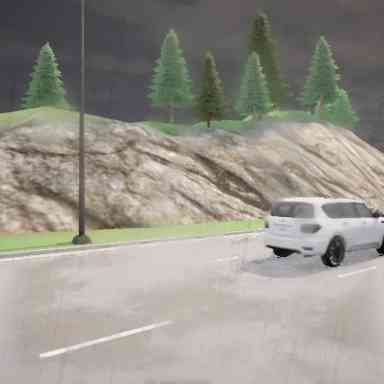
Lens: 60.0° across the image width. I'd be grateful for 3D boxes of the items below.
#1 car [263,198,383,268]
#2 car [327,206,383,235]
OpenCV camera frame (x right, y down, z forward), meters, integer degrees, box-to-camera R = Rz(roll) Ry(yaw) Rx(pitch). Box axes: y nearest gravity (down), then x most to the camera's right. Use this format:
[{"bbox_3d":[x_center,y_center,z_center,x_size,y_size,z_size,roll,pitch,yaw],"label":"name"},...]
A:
[{"bbox_3d":[4.899,1.219,11.553,5.566,2.045,2.150,0,0,-36],"label":"car"},{"bbox_3d":[10.235,1.601,19.674,4.718,1.301,1.895,0,0,-36],"label":"car"}]
